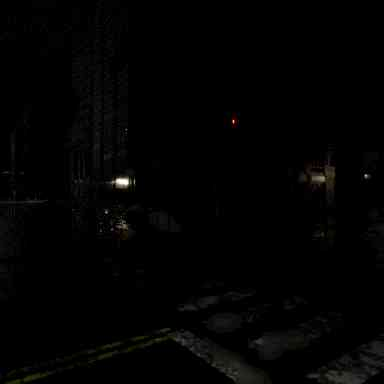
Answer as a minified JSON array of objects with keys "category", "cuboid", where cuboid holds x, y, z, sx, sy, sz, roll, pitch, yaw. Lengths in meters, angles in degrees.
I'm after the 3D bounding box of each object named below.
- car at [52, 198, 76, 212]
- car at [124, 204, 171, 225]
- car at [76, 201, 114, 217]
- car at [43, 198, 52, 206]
[{"category":"car","cuboid":[-15.478,1.724,41.408,2.033,1.411,5.357,1,-1,-34]},{"category":"car","cuboid":[-3.370,1.607,24.360,1.812,1.442,4.674,1,-1,-37]},{"category":"car","cuboid":[-9.324,1.620,32.722,2.128,1.511,4.902,1,-1,-36]},{"category":"car","cuboid":[-26.506,1.802,62.428,2.128,1.511,4.902,1,-1,-36]}]
